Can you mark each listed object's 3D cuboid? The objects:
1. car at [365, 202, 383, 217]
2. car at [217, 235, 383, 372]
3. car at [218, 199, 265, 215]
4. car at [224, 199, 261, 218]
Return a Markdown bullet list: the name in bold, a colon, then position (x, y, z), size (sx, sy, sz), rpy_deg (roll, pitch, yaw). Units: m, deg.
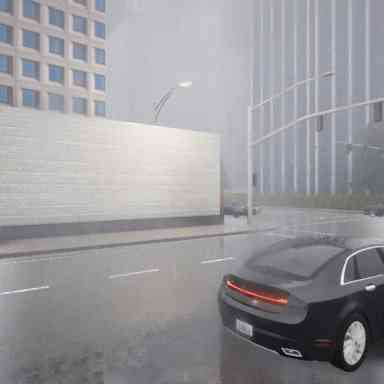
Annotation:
- **car**: position (18.054, 1.395, 29.779), size (2.097, 1.767, 4.553), rpy_deg (0, 0, -36)
- **car**: position (2.658, 1.505, 5.696), size (4.892, 1.490, 1.837), rpy_deg (0, 0, -35)
- **car**: position (5.160, 1.547, 35.407), size (2.128, 1.511, 4.902), rpy_deg (0, 0, -36)
- **car**: position (3.599, 1.603, 31.575), size (2.033, 1.411, 5.357), rpy_deg (0, 0, -36)
